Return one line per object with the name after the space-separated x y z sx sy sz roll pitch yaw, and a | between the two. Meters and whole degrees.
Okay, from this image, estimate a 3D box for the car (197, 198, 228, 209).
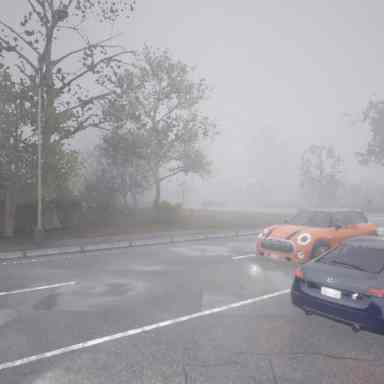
2.878 1.549 47.394 4.902 1.511 2.128 0 0 44 | car

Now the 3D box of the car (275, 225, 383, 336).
3.839 1.564 6.434 4.181 1.385 1.994 0 0 -35 | car

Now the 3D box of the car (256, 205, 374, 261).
4.319 1.352 11.301 4.553 1.767 2.097 0 0 -35 | car
